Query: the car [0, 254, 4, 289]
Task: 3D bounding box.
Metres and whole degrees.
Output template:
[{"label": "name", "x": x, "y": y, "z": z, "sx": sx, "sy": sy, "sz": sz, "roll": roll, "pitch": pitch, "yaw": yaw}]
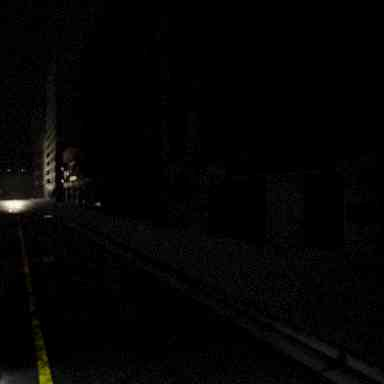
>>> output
[{"label": "car", "x": -4.575, "y": 1.524, "z": 6.074, "sx": 1.812, "sy": 1.442, "sz": 4.674, "roll": 0, "pitch": 0, "yaw": -28}]
